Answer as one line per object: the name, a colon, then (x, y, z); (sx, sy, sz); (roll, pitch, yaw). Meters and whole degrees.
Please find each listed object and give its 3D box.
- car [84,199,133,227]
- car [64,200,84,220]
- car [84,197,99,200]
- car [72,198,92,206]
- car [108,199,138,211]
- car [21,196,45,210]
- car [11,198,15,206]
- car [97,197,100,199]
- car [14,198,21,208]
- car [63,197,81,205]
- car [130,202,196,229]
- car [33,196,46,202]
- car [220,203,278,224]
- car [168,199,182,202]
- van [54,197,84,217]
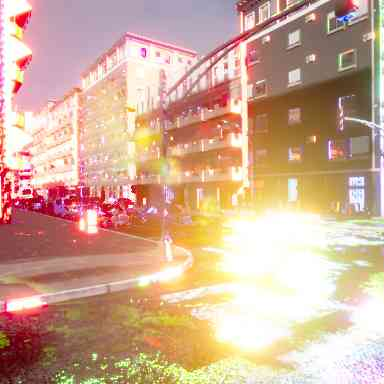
car: (-5.924, 1.552, 23.919); (1.967, 1.590, 4.097); (-1, 1, -36)
car: (-9.058, 1.652, 28.271); (1.752, 1.417, 4.829); (-1, 1, -36)
car: (-12.823, 1.606, 37.951); (2.128, 1.511, 4.902); (-1, 0, -36)
car: (-18.531, 1.643, 55.759); (1.947, 1.339, 4.313); (-1, 1, -36)
car: (-8.827, 1.581, 42.287); (2.008, 1.369, 4.403); (-1, 1, -36)
car: (-22.097, 1.627, 46.370); (1.967, 1.590, 4.097); (-1, 1, -36)
car: (-31.800, 1.782, 59.843); (1.887, 1.381, 4.507); (-1, 1, -36)
car: (-15.298, 1.501, 51.267); (1.967, 1.590, 4.097); (-1, 1, -36)
car: (-25.330, 1.769, 50.862); (1.947, 1.339, 4.313); (-1, 1, -36)
car: (-21.766, 1.645, 60.250); (2.008, 1.369, 4.403); (-1, 1, -36)
car: (-1.933, 1.612, 22.809); (2.033, 1.411, 5.357); (-1, 0, -36)
car: (-37.939, 1.727, 82.703); (1.887, 1.381, 4.507); (-1, 1, -36)
car: (4.012, 1.498, 24.464); (1.752, 1.417, 4.829); (-1, 1, -36)
car: (-2.359, 1.441, 33.305); (1.967, 1.590, 4.097); (-1, 1, -36)
van: (-12.394, 1.482, 32.898); (1.690, 1.788, 3.998); (-1, 1, -36)
